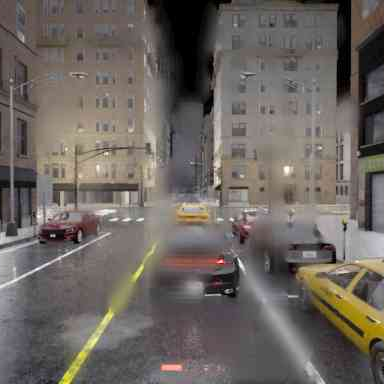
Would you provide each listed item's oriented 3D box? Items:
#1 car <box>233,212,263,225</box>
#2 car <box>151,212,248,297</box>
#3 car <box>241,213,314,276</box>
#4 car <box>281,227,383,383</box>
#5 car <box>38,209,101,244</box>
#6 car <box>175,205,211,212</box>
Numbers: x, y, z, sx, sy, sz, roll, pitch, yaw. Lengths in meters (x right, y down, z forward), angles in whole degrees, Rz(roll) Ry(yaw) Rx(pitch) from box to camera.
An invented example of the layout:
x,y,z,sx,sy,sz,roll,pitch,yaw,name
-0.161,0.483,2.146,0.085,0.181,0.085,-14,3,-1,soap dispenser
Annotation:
x,y,z,sx,sy,sz,roll,pitch,yaw,name
2.883,1.577,15.784,1.802,1.307,4.206,-1,0,0,car
0.073,1.502,8.546,1.837,1.490,4.892,0,0,0,car
2.876,1.563,10.198,1.947,1.339,4.313,-1,0,0,car
2.868,1.524,4.782,1.752,1.417,4.829,-1,0,0,car
-5.662,1.539,15.792,1.887,1.381,4.507,-1,0,0,car
0.053,1.471,18.973,1.882,1.535,5.008,0,0,1,car
